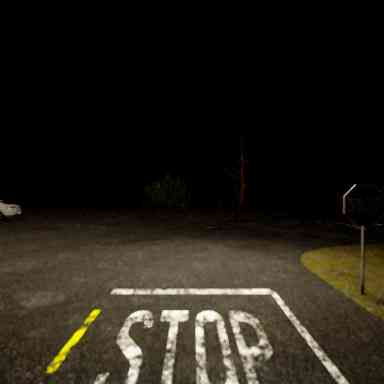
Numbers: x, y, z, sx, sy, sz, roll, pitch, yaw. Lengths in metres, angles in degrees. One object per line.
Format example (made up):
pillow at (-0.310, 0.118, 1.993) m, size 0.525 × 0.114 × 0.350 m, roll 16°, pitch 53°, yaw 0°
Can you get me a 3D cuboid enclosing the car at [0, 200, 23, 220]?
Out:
car at (-14.720, 1.250, 23.900) m, size 4.674 × 1.442 × 1.812 m, roll 0°, pitch 1°, yaw -2°
